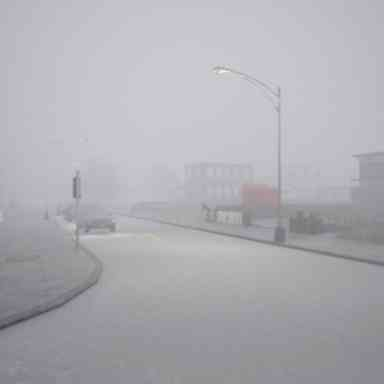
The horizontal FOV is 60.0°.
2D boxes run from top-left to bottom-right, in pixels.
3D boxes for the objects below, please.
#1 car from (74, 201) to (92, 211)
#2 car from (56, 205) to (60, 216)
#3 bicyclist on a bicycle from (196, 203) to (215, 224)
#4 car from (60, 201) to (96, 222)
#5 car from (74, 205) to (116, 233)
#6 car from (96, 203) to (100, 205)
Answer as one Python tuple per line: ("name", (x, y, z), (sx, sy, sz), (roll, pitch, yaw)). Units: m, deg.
("car", (-18.053, 2.233, 54.847), (2.128, 1.511, 4.902), (0, -1, -26))
("car", (-15.052, 2.064, 39.667), (1.812, 1.442, 4.674), (0, -1, -26))
("bicyclist on a bicycle", (1.061, 1.698, 26.086), (1.656, 1.620, 0.582), (0, -1, -26))
("car", (-10.590, 1.907, 30.656), (2.128, 1.511, 4.902), (0, -1, -26))
("car", (-6.497, 1.831, 22.467), (1.812, 1.442, 4.674), (0, -1, -27))
("car", (-13.528, 2.183, 45.858), (1.994, 1.385, 4.181), (0, -1, -26))
